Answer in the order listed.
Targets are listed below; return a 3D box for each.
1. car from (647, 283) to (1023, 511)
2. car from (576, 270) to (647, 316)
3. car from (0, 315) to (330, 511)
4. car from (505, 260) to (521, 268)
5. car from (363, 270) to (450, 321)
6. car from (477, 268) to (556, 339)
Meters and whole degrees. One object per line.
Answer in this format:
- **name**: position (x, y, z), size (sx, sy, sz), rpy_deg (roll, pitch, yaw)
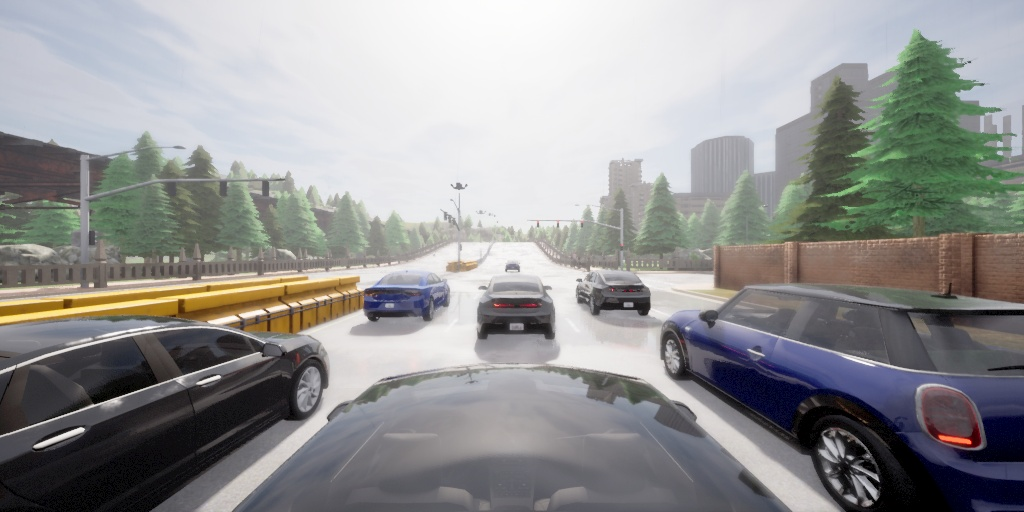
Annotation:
- **car**: position (3.601, 1.102, 4.370), size (2.097, 1.767, 4.553), rpy_deg (0, 0, 0)
- **car**: position (3.617, 1.255, 13.454), size (1.837, 1.490, 4.892), rpy_deg (0, 0, 1)
- **car**: position (-3.400, 1.255, 2.951), size (1.837, 1.490, 4.892), rpy_deg (0, 0, 0)
- **car**: position (0.081, 1.276, 46.221), size (1.812, 1.442, 4.674), rpy_deg (0, 0, 0)
- **car**: position (-3.401, 1.228, 12.444), size (1.882, 1.535, 5.008), rpy_deg (0, 0, 0)
- **car**: position (0.098, 1.255, 10.021), size (1.837, 1.490, 4.892), rpy_deg (0, 0, 0)
